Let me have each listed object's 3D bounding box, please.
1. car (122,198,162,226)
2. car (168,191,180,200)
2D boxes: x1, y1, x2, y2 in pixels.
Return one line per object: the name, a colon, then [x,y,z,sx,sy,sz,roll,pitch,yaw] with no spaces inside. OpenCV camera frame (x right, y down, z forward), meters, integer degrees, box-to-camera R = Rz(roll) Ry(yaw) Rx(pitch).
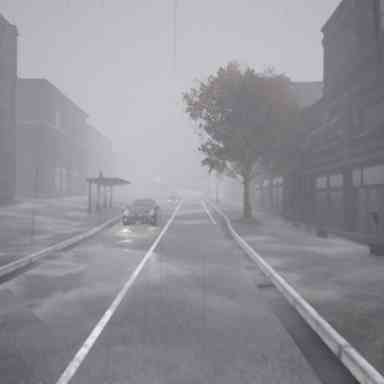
car: [-3.228,1.218,22.147,2.097,1.767,4.553,0,1,0]
car: [-3.479,0.587,64.246,2.097,1.767,4.553,0,1,0]
